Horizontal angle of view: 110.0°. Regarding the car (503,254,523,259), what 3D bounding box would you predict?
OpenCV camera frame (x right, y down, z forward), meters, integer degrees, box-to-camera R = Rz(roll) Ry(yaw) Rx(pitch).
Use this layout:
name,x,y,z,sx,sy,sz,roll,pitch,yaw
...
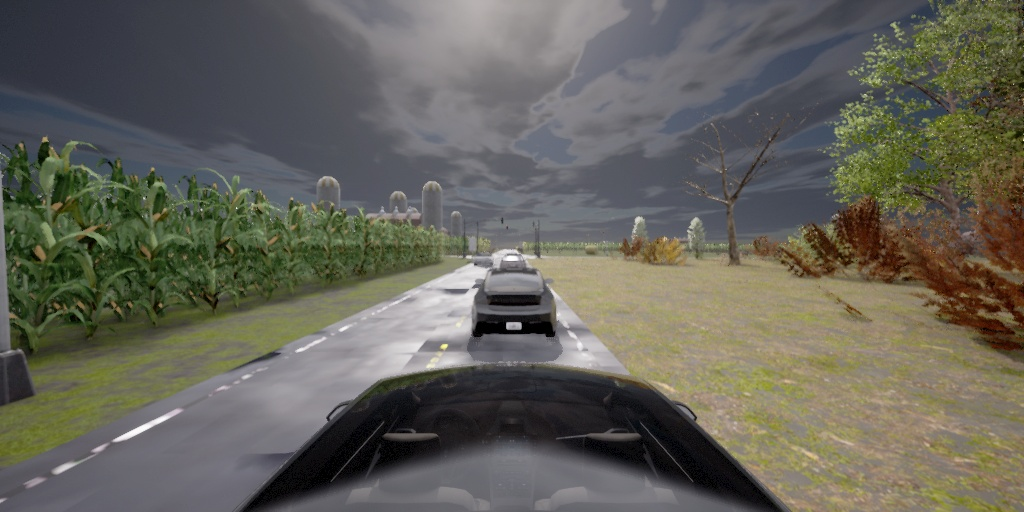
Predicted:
name,x,y,z,sx,sy,sz,roll,pitch,yaw
car,0.071,0.572,25.469,2.033,1.411,5.357,0,2,0

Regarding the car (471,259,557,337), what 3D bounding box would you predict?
name,x,y,z,sx,sy,sz,roll,pitch,yaw
car,0.058,1.021,9.363,1.837,1.490,4.892,0,2,1

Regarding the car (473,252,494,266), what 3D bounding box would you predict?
name,x,y,z,sx,sy,sz,roll,pitch,yaw
car,-2.824,0.299,36.374,1.895,1.301,4.718,0,2,0
